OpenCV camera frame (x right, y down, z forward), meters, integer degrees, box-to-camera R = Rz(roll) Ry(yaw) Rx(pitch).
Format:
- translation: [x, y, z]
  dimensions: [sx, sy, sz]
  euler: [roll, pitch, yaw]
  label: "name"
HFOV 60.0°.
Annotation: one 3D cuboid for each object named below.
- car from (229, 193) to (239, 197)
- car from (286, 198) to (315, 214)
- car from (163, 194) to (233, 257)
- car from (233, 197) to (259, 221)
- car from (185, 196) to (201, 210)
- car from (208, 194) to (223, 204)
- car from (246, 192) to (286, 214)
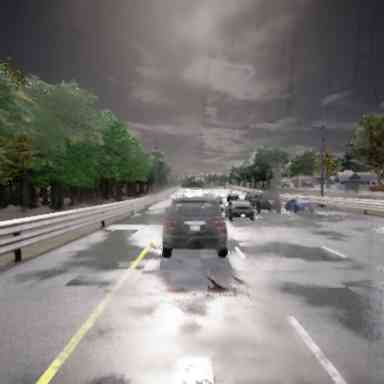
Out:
- translation: [7.090, 0.884, 58.191]
  dimensions: [1.882, 1.535, 5.008]
  euler: [0, 1, 0]
  label: "car"
- translation: [10.596, 1.328, 32.935]
  dimensions: [1.812, 1.442, 4.674]
  euler: [0, 1, 0]
  label: "car"
- translation: [0.097, 1.182, 12.928]
  dimensions: [2.150, 2.045, 5.566]
  euler: [0, 0, 0]
  label: "car"
- translation: [3.596, 1.381, 25.849]
  dimensions: [1.837, 1.490, 4.892]
  euler: [0, 0, 0]
  label: "car"
- translation: [0.095, 1.249, 38.497]
  dimensions: [1.812, 1.442, 4.674]
  euler: [0, 1, 0]
  label: "car"
- translation: [3.590, 1.097, 50.903]
  dimensions: [1.994, 1.385, 4.181]
  euler: [0, 1, 0]
  label: "car"
- translation: [7.094, 1.029, 32.357]
  dimensions: [2.150, 2.045, 5.566]
  euler: [0, 1, 0]
  label: "car"
